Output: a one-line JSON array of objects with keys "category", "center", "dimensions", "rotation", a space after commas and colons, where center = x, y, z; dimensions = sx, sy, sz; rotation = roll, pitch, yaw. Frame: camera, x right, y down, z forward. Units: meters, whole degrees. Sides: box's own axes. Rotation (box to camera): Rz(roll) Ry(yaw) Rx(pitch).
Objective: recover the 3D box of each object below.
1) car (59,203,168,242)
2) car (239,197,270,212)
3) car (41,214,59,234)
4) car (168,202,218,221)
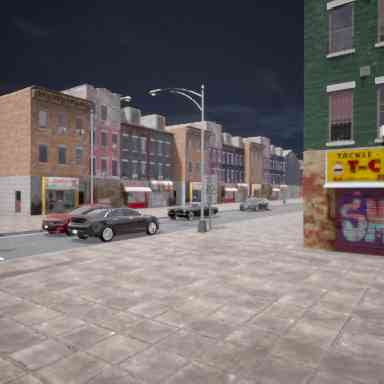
[{"category": "car", "center": [-3.602, 1.444, 16.217], "dimensions": [1.837, 1.490, 4.892], "rotation": [0, 0, 36]}, {"category": "car", "center": [6.782, 1.318, 35.562], "dimensions": [1.837, 1.490, 4.892], "rotation": [0, 1, 36]}, {"category": "car", "center": [-5.672, 1.403, 18.210], "dimensions": [1.882, 1.535, 5.008], "rotation": [0, 0, 34]}, {"category": "car", "center": [0.114, 1.474, 26.298], "dimensions": [1.895, 1.301, 4.718], "rotation": [0, 0, 36]}]
